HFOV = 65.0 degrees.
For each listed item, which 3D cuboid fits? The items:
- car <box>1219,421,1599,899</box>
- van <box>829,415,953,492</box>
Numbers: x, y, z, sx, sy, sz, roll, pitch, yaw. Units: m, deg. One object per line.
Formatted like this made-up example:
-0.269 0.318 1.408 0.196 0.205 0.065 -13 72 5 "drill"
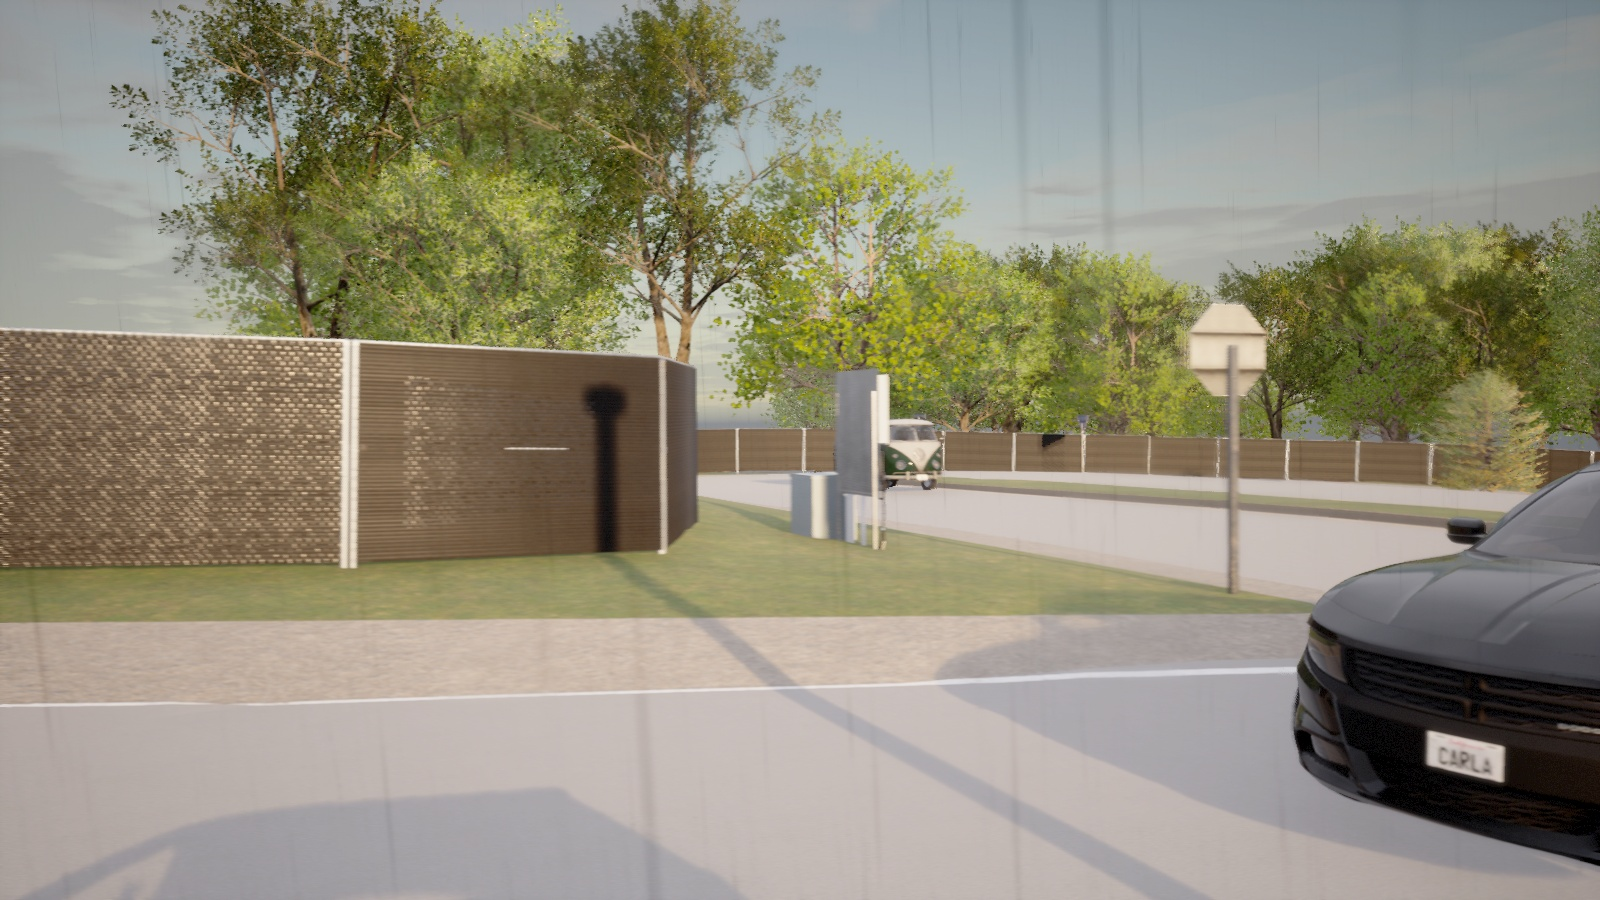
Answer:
4.222 0.639 5.546 5.008 1.535 1.882 -1 1 -35 "car"
2.490 0.084 35.620 1.775 1.987 4.442 -2 0 -20 "van"
